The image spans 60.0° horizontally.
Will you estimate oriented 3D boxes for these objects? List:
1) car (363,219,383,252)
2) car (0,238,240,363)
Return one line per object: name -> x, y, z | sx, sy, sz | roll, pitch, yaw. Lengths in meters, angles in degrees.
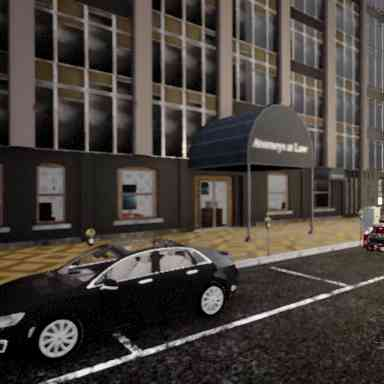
car -> 8.153, 1.393, 12.386 | 4.097, 1.590, 1.967 | 0, 0, -36
car -> -1.122, 1.543, 5.762 | 4.403, 1.369, 2.008 | 0, 0, -36
